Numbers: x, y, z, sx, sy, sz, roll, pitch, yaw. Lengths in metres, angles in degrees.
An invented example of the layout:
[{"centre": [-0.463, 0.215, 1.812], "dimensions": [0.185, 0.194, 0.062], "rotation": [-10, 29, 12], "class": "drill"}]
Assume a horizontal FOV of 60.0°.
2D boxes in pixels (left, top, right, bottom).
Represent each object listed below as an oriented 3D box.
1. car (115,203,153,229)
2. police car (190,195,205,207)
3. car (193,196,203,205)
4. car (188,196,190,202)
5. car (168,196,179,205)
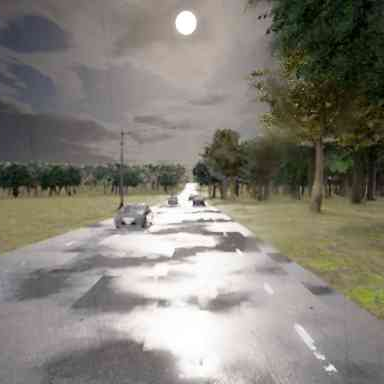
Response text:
[{"centre": [-3.596, 1.466, 21.271], "dimensions": [2.128, 1.511, 4.902], "rotation": [0, 0, 0], "class": "car"}, {"centre": [1.058, 1.472, 53.305], "dimensions": [1.930, 1.638, 5.238], "rotation": [0, 0, 0], "class": "police car"}, {"centre": [1.059, 1.567, 63.196], "dimensions": [1.882, 1.535, 5.008], "rotation": [0, 0, 0], "class": "car"}, {"centre": [0.013, 1.575, 87.231], "dimensions": [2.097, 1.767, 4.553], "rotation": [0, 0, 0], "class": "car"}, {"centre": [-3.511, 1.590, 62.885], "dimensions": [1.837, 1.490, 4.892], "rotation": [0, 0, 1], "class": "car"}]
